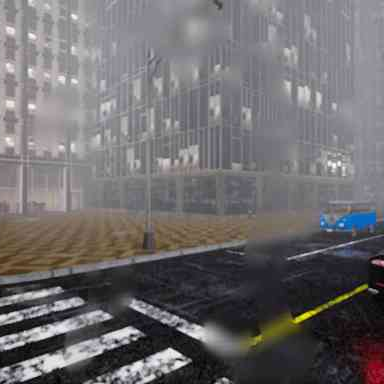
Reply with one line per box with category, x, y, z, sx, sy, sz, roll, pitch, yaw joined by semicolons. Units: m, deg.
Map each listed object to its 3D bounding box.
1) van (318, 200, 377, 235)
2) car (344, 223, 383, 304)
van;8.131;1.309;17.289;3.998;1.788;1.690;0;0;-42
car;5.391;1.464;6.996;4.902;1.511;2.128;0;0;-42
